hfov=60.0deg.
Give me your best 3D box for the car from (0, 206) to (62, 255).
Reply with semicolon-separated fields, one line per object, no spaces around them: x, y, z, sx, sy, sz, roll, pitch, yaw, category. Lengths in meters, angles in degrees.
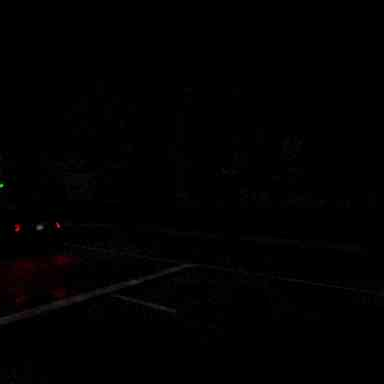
-7.353;1.340;13.535;4.553;1.767;2.097;0;0;36;car
